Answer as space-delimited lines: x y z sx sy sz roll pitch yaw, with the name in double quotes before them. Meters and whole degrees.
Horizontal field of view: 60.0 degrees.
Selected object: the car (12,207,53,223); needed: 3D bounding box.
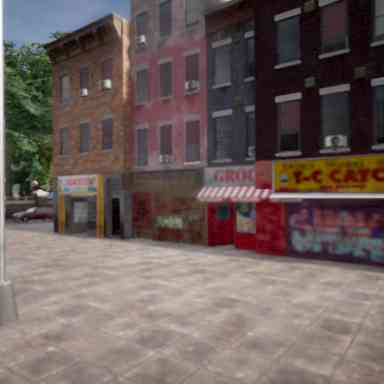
"car" -14.508 2.079 30.996 1.802 1.307 4.206 -1 -1 36
